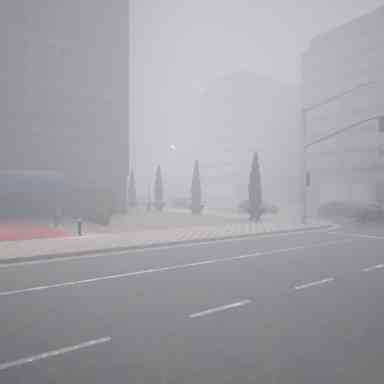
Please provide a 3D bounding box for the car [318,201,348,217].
[{"bbox_3d":[13.731,1.563,30.507,1.994,1.385,4.181,0,0,-35],"label":"car"}]

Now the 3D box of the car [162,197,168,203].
[{"bbox_3d":[-4.736,1.600,69.582,1.895,1.301,4.718,0,0,-34],"label":"car"}]

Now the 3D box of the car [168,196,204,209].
[{"bbox_3d":[-0.850,1.351,45.283,2.097,1.767,4.553,0,0,-35],"label":"car"}]

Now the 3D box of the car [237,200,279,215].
[{"bbox_3d":[6.783,1.505,34.348,1.837,1.490,4.892,0,0,-35],"label":"car"}]

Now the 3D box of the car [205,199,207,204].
[{"bbox_3d":[0.921,1.564,61.417,1.994,1.385,4.181,0,0,-34],"label":"car"}]

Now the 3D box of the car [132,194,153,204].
[{"bbox_3d":[-9.530,1.359,63.995,2.097,1.767,4.553,0,0,-35],"label":"car"}]

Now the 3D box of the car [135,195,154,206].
[{"bbox_3d":[-8.167,1.601,55.817,1.895,1.301,4.718,0,0,-35],"label":"car"}]

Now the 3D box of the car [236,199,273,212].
[{"bbox_3d":[7.395,1.564,39.585,1.994,1.385,4.181,0,0,-35],"label":"car"}]

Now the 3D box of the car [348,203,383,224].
[{"bbox_3d":[12.843,1.525,22.117,1.812,1.442,4.674,1,0,-8],"label":"car"}]
